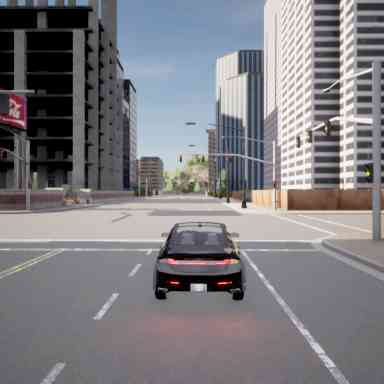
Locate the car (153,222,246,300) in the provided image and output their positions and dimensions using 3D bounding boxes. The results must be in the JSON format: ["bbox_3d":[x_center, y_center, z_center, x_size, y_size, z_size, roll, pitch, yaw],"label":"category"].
[{"bbox_3d":[0.199,1.491,8.365,2.128,1.511,4.902,0,0,2],"label":"car"}]
